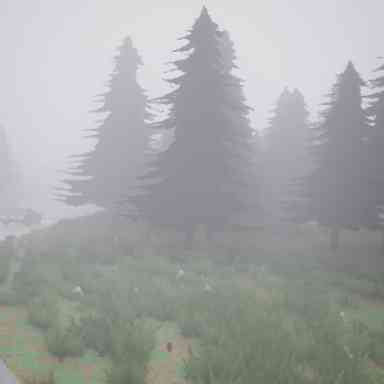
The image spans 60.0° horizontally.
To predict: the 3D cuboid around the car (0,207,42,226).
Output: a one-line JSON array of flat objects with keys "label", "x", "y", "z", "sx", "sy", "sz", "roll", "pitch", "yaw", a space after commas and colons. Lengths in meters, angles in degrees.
[{"label": "car", "x": -13.564, "y": 1.919, "z": 26.708, "sx": 2.033, "sy": 1.411, "sz": 5.357, "roll": 4, "pitch": -2, "yaw": -11}]
